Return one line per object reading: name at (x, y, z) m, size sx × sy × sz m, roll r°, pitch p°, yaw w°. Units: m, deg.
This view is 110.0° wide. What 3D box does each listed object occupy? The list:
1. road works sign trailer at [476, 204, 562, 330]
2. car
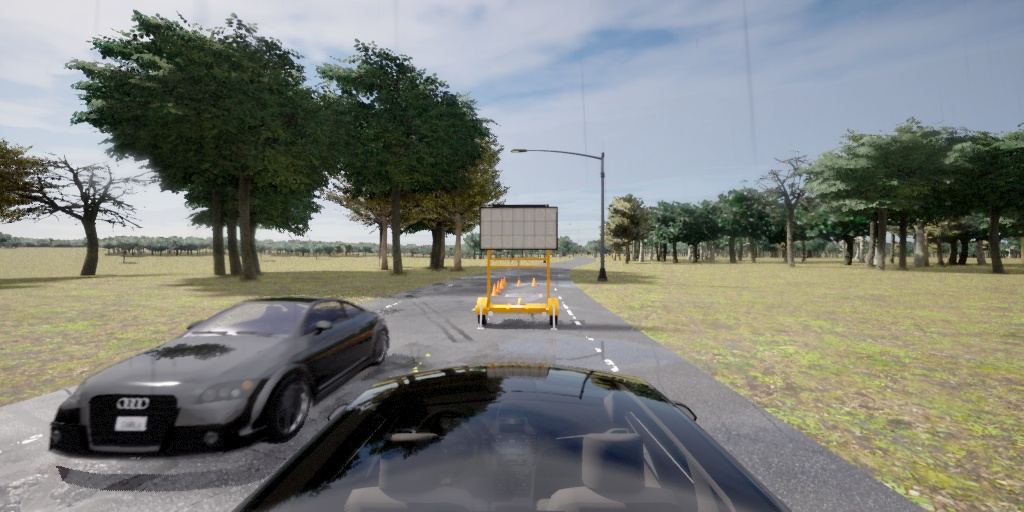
road works sign trailer at (0.208, 0.215, 11.139) m, size 2.380 × 3.560 × 2.880 m, roll 0°, pitch 0°, yaw 3°
car at (-3.359, 1.313, 5.194) m, size 1.994 × 1.385 × 4.181 m, roll 0°, pitch 0°, yaw 1°
